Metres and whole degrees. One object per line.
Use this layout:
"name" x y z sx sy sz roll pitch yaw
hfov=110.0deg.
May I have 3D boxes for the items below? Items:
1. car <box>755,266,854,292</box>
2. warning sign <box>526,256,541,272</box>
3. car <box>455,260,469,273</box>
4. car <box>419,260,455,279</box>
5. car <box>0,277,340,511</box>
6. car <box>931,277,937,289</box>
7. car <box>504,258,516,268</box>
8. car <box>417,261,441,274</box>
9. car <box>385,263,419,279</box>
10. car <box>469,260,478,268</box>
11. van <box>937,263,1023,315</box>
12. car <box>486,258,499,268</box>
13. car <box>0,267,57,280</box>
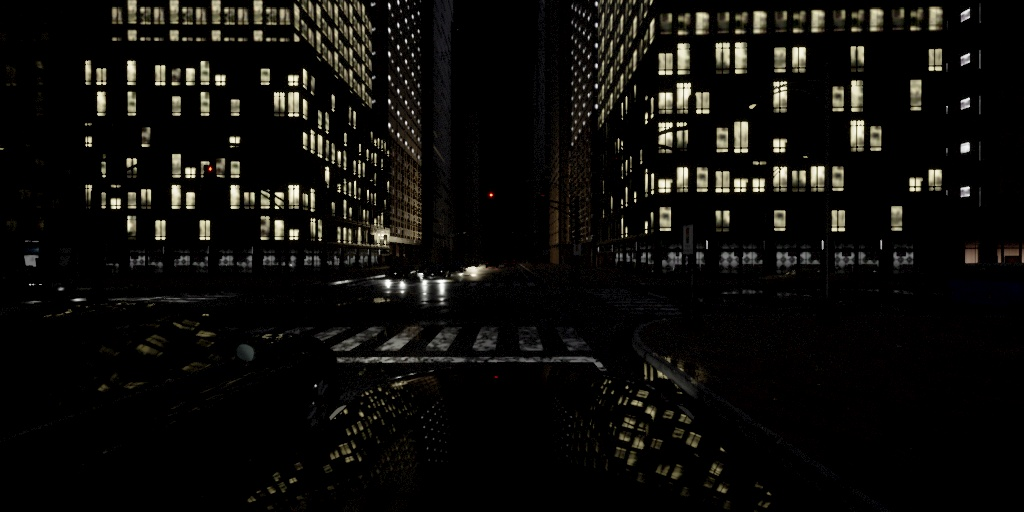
"car" 16.966 1.293 20.949 4.829 1.417 1.751 0 0 2
"warning sign" 2.600 0.909 40.844 1.300 1.860 1.060 0 0 0
"car" -6.873 1.281 44.591 1.882 1.535 5.008 0 0 0
"car" -6.798 1.305 32.963 1.812 1.442 4.674 0 0 0
"car" -3.155 1.102 2.569 2.097 1.767 4.553 0 0 0
"car" 26.803 1.356 20.528 4.207 1.307 1.802 0 0 2
"car" -0.397 1.426 63.840 1.994 1.385 4.181 0 0 0
"car" -10.121 1.366 44.017 1.994 1.385 4.181 0 0 -1
"car" -10.049 1.343 32.807 1.994 1.385 4.181 0 0 0
"car" -6.938 1.420 62.021 1.994 1.385 4.181 0 0 0
"van" 18.289 1.119 12.786 3.998 1.789 1.690 0 0 2
"car" -3.541 1.213 63.660 2.097 1.767 4.553 0 0 -1
"car" -23.088 1.249 16.399 4.902 1.511 2.128 0 0 0
